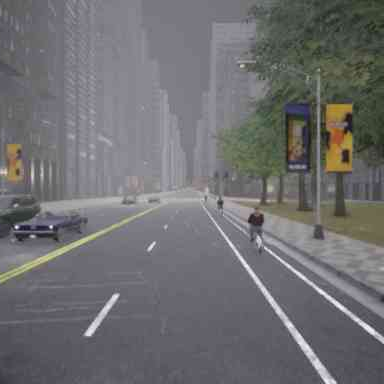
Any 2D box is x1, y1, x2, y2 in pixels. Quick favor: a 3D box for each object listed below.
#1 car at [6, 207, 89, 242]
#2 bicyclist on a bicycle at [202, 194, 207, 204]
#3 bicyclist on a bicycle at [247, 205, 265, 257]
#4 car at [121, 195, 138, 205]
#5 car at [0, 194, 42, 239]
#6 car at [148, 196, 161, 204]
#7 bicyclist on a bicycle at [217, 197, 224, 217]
[{"bbox_3d":[-6.602,1.537,16.031,1.895,1.301,4.718,0,0,0],"label":"car"},{"bbox_3d":[2.331,1.251,55.511,0.582,1.620,1.656,0,0,-1],"label":"bicyclist on a bicycle"},{"bbox_3d":[2.235,1.325,11.737,0.659,1.776,1.843,0,0,0],"label":"bicyclist on a bicycle"},{"bbox_3d":[-9.826,1.283,52.471,1.882,1.535,5.008,0,1,0],"label":"car"},{"bbox_3d":[-9.852,1.152,17.397,2.150,2.045,5.566,0,0,0],"label":"car"},{"bbox_3d":[-6.541,1.340,58.189,2.033,1.411,5.357,0,0,1],"label":"car"},{"bbox_3d":[2.371,1.258,27.867,0.659,1.776,1.843,0,1,-1],"label":"bicyclist on a bicycle"}]
